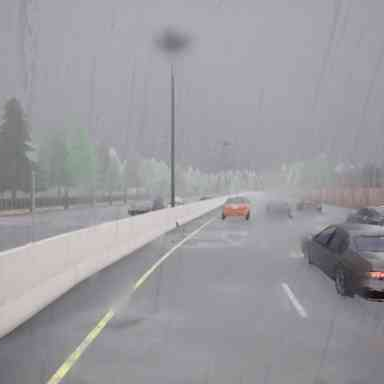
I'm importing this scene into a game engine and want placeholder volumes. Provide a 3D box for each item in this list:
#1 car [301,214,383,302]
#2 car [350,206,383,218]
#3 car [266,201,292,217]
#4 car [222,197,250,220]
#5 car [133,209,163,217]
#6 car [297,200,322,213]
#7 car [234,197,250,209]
[{"bbox_3d":[4.176,1.515,8.294,2.033,1.411,5.357,0,0,6],"label":"car"},{"bbox_3d":[8.853,1.444,15.861,1.837,1.490,4.892,0,0,9],"label":"car"},{"bbox_3d":[7.663,1.488,29.593,1.895,1.301,4.718,0,0,10],"label":"car"},{"bbox_3d":[3.705,1.247,27.543,2.097,1.767,4.553,0,0,11],"label":"car"},{"bbox_3d":[-3.681,1.375,26.886,1.882,1.535,5.008,0,0,10],"label":"car"},{"bbox_3d":[12.122,1.468,34.714,1.895,1.301,4.718,0,0,10],"label":"car"},{"bbox_3d":[6.633,1.394,44.085,1.994,1.385,4.181,0,0,10],"label":"car"}]
